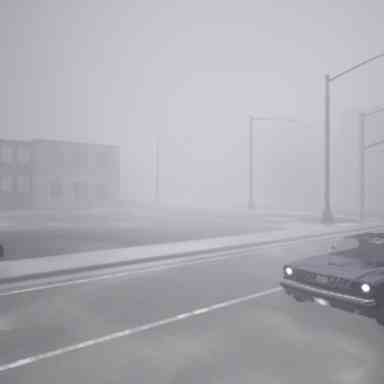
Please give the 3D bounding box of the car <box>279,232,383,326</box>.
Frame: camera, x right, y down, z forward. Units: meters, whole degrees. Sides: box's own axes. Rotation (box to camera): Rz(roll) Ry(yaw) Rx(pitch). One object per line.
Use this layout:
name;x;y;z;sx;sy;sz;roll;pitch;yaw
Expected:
car;4.008;1.616;7.184;4.718;1.301;1.895;0;0;-38
